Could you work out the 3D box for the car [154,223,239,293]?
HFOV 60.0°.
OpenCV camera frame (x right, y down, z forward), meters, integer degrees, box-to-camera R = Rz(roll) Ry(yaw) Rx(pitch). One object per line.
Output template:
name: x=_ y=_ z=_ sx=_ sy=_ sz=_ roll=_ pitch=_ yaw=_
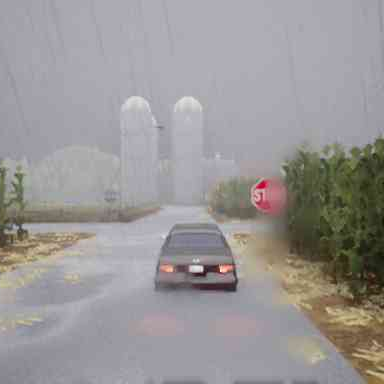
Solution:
car: x=0.096 y=1.554 z=8.979 sx=2.033 sy=1.411 sz=5.357 roll=0 pitch=0 yaw=0
